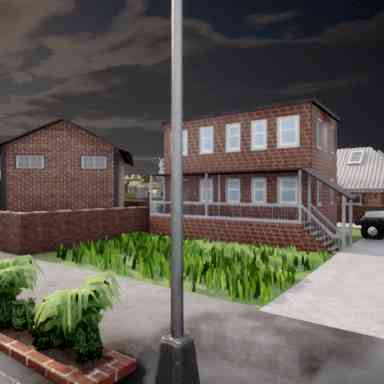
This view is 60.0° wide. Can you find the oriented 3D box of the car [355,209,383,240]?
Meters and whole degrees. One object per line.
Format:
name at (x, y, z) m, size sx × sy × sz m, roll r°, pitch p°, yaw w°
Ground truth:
car at (8.443, 0.973, 12.626) m, size 3.866 × 1.878 × 1.905 m, roll 0°, pitch 0°, yaw 36°
